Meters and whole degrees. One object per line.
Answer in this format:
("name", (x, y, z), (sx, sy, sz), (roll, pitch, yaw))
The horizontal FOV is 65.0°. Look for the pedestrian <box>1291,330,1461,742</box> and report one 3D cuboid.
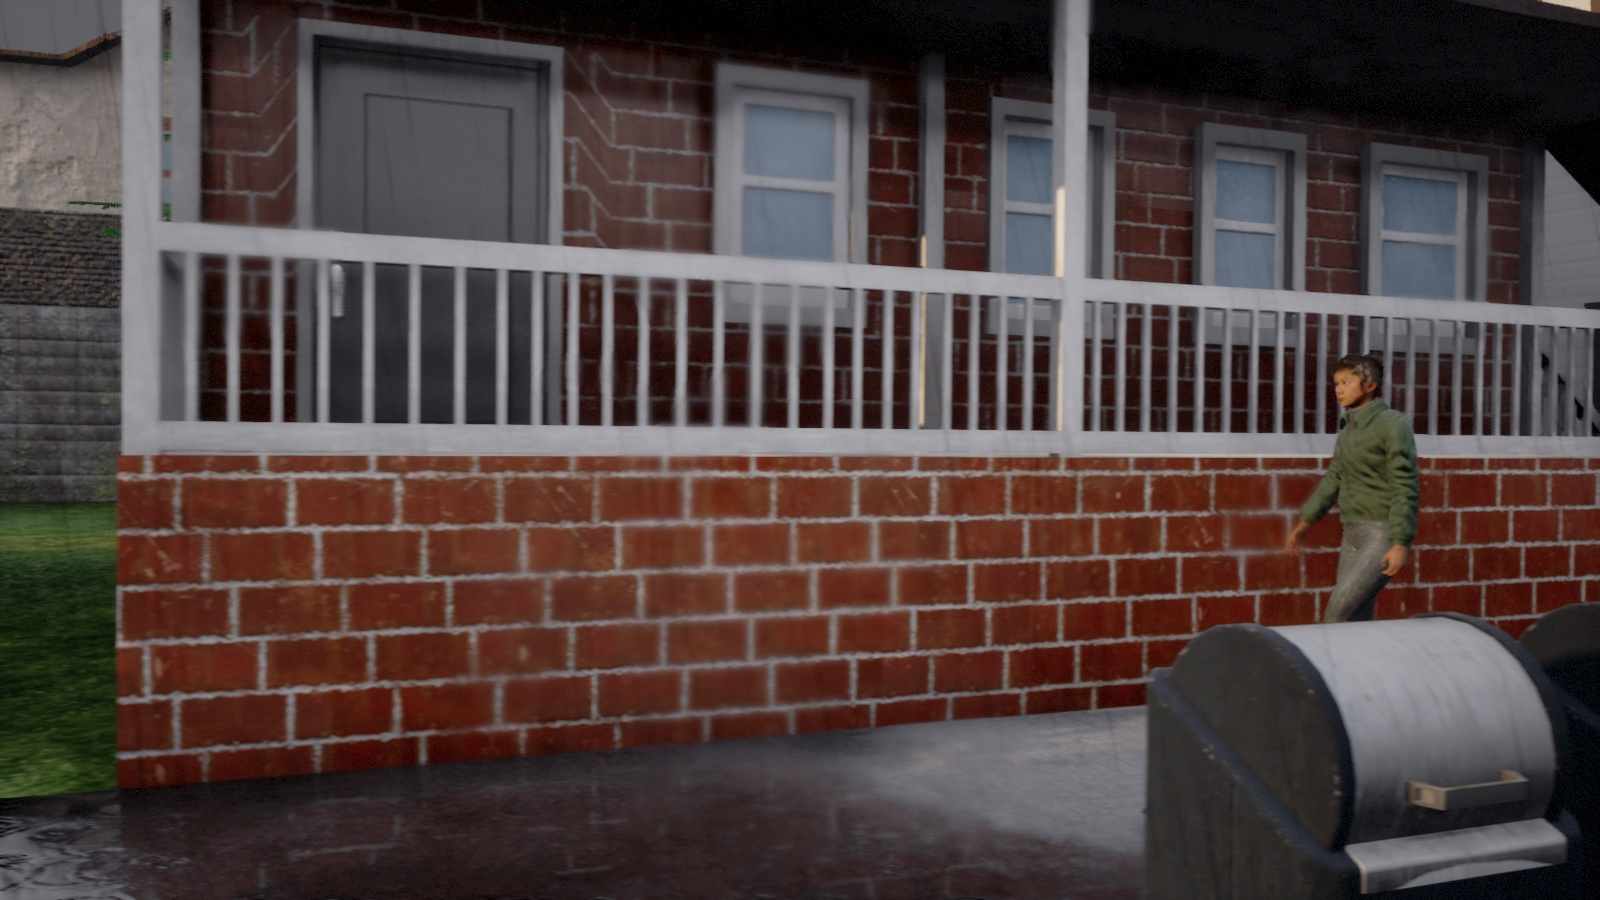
("pedestrian", (2.661, 0.382, 5.823), (0.614, 1.847, 0.353), (-1, 1, -4))
